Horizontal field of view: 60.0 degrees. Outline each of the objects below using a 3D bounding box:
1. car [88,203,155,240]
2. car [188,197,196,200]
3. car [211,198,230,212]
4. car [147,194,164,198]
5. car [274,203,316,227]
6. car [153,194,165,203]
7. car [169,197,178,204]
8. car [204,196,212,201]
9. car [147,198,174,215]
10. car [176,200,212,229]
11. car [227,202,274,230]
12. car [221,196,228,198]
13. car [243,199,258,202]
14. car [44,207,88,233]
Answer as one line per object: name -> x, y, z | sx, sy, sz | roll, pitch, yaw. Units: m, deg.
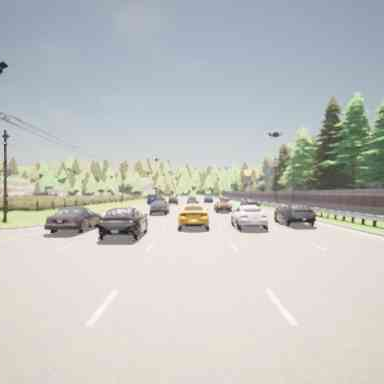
car -> -3.400, 1.533, 17.069 | 2.128, 1.511, 4.902 | 0, 0, 0
car -> 0.099, 1.660, 41.455 | 1.994, 1.385, 4.181 | 0, 0, 0
car -> 3.598, 1.692, 39.376 | 1.895, 1.301, 4.718 | 0, 0, 0
car -> -7.001, 1.364, 61.124 | 2.150, 2.045, 5.566 | 0, 0, 0
car -> 7.100, 1.546, 23.387 | 2.128, 1.511, 4.902 | 0, 0, 0
car -> -7.001, 1.353, 71.484 | 2.097, 1.767, 4.553 | 0, 0, 0
car -> -3.493, 1.650, 62.001 | 1.837, 1.490, 4.892 | 0, 0, 0
car -> 3.499, 1.643, 71.511 | 1.882, 1.535, 5.008 | 0, 0, 0
car -> -3.401, 1.631, 35.429 | 2.033, 1.411, 5.357 | 0, 0, 0
car -> 0.099, 1.530, 21.907 | 1.882, 1.535, 5.008 | 0, 0, 0
car -> 3.600, 1.576, 21.287 | 1.812, 1.442, 4.674 | 0, 0, 0
car -> 6.999, 1.690, 71.511 | 2.128, 1.511, 4.902 | 0, 0, 0
car -> 7.097, 1.586, 40.799 | 2.128, 1.511, 4.902 | 0, 0, 0
car -> -6.900, 1.595, 19.858 | 2.033, 1.411, 5.357 | 0, 0, 0
